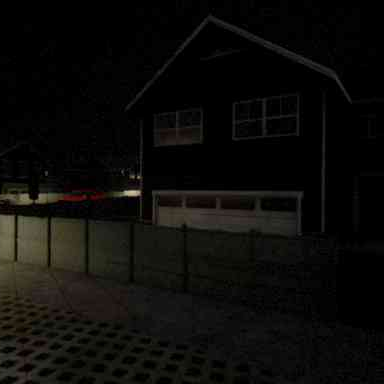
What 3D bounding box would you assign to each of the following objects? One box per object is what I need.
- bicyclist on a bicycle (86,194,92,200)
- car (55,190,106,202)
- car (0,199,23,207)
[{"bbox_3d":[-7.854,1.009,25.420,1.656,1.620,0.582,0,1,27],"label":"bicyclist on a bicycle"},{"bbox_3d":[-10.859,0.810,32.720,2.150,2.045,5.566,1,1,25],"label":"car"},{"bbox_3d":[-12.628,1.240,22.262,2.128,1.511,4.902,1,1,26],"label":"car"}]
